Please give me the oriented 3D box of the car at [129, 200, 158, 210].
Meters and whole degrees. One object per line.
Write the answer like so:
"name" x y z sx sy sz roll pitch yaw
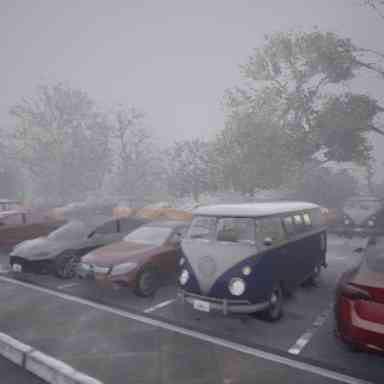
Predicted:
"car" -2.125 1.551 25.848 2.097 1.535 5.008 -1 0 36

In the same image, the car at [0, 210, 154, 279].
"car" -3.029 1.521 10.384 2.163 1.488 4.792 0 0 36

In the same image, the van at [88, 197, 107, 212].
"van" -6.460 1.365 29.098 1.878 1.987 4.442 -1 0 36

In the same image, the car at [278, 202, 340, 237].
"car" 6.887 1.466 19.183 1.946 1.575 5.366 -1 0 36

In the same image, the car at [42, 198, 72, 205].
"car" -11.139 1.630 32.073 1.946 1.575 5.366 -1 0 36

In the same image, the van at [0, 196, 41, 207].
"van" -9.719 1.327 15.348 1.878 1.987 4.442 -1 0 36

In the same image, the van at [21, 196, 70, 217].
"van" -15.569 1.471 35.613 1.878 1.987 4.442 -1 -1 36

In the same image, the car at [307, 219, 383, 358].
"car" 3.786 1.460 5.583 2.163 1.488 4.792 0 0 36

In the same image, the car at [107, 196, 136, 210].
"car" -4.293 1.445 27.366 2.185 1.767 4.553 0 0 36

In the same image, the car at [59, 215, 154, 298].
"car" -0.751 1.511 8.795 2.002 1.452 4.674 -1 0 36

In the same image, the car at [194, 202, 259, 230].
"car" 2.483 1.511 22.552 2.231 1.521 4.892 -1 0 36

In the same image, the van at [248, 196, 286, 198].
"van" 4.807 1.264 21.041 1.878 1.987 4.442 -1 0 36

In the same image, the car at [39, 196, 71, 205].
"car" -13.269 1.408 33.858 2.435 2.045 5.566 -1 -1 36

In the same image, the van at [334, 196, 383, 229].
"van" 9.176 1.223 17.629 1.878 1.987 4.442 -1 0 36

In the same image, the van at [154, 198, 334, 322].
"van" 1.436 1.225 7.084 1.878 1.987 4.442 -1 0 36

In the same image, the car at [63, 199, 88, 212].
"car" -8.784 1.612 30.609 2.231 1.521 4.892 -1 0 36

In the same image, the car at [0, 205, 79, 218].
"car" -7.524 1.532 13.642 2.097 1.535 5.008 -1 0 36
